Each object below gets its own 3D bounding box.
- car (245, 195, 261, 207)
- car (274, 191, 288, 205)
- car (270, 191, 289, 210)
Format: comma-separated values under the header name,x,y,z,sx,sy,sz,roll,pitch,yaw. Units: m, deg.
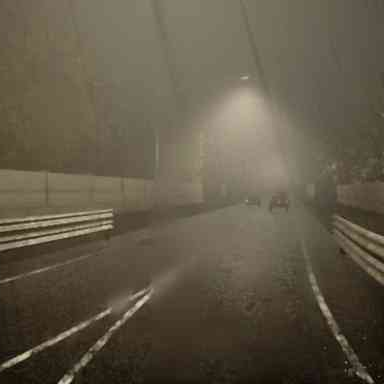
name,x,y,z,sx,sy,sz,roll,pitch,yaw
car,8.542,1.191,46.163,1.837,1.490,4.892,2,0,17
car,14.343,0.899,53.380,2.150,2.045,5.566,0,1,16
car,10.408,1.128,39.507,2.097,1.767,4.553,1,1,16
